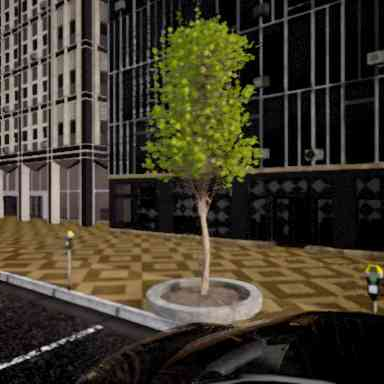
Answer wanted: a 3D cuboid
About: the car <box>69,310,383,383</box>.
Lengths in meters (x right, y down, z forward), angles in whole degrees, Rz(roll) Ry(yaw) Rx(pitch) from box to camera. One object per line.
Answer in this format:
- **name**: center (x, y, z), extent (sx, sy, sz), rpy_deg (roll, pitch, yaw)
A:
- **car**: center (0.948, 1.566, 2.200), extent (4.313, 1.339, 1.947), rpy_deg (0, 0, 35)
